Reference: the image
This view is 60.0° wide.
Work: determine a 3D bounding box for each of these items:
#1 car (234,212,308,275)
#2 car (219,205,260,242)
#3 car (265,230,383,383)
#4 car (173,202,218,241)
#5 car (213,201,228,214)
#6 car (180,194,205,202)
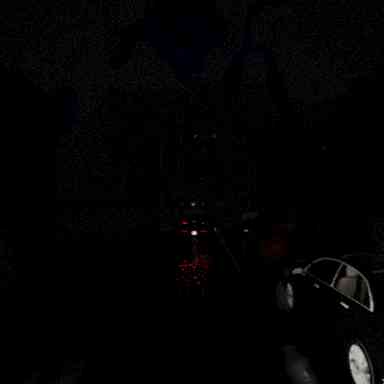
[{"bbox_3d":[2.625,1.540,10.290,1.887,1.381,4.507,-1,0,0],"label":"car"},{"bbox_3d":[2.624,1.545,15.696,2.008,1.369,4.403,-1,0,0],"label":"car"},{"bbox_3d":[2.625,1.548,4.884,2.008,1.369,4.403,-1,0,0],"label":"car"},{"bbox_3d":[0.099,1.500,16.714,1.837,1.490,4.892,0,0,0],"label":"car"},{"bbox_3d":[2.622,1.544,31.916,1.887,1.381,4.507,-1,0,0],"label":"car"},{"bbox_3d":[0.085,1.215,31.179,2.150,2.045,5.566,0,-1,-1],"label":"car"}]
